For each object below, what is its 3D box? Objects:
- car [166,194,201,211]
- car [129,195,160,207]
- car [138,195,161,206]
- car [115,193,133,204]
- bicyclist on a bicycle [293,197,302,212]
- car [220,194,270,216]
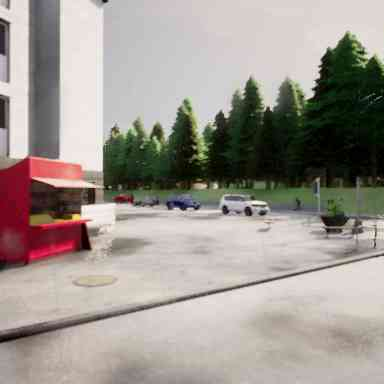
[{"bbox_3d":[-1.176,1.261,41.708,2.150,2.045,5.566,0,0,-35],"label":"car"},{"bbox_3d":[-7.259,1.545,50.300,1.837,1.490,4.892,0,0,-35],"label":"car"},{"bbox_3d":[-7.511,1.398,57.847,2.097,1.767,4.553,0,0,-35],"label":"car"},{"bbox_3d":[-13.352,1.267,66.057,2.150,2.045,5.566,0,0,-36],"label":"car"},{"bbox_3d":[11.945,1.404,37.744,1.656,1.620,0.582,0,0,-35],"label":"bicyclist on a bicycle"},{"bbox_3d":[5.063,1.262,32.942,2.150,2.045,5.566,0,0,-35],"label":"car"}]
